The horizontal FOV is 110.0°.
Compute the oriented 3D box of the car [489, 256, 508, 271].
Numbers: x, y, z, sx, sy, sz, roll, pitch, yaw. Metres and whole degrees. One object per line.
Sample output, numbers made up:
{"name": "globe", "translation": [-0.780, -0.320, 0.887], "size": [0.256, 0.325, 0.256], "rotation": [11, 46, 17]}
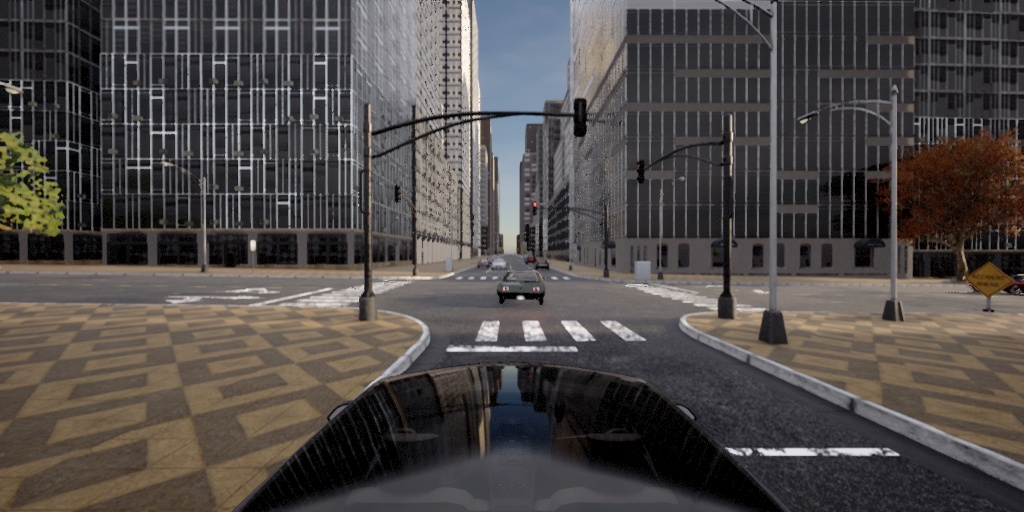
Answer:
{"name": "car", "translation": [-1.595, 1.071, 44.880], "size": [1.812, 1.442, 4.674], "rotation": [0, 0, 0]}

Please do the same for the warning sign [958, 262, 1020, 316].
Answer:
{"name": "warning sign", "translation": [17.257, 1.147, 12.991], "size": [1.060, 1.860, 1.300], "rotation": [0, 0, -3]}

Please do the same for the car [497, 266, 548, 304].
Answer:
{"name": "car", "translation": [0.528, 1.312, 16.136], "size": [1.895, 1.301, 4.718], "rotation": [1, 0, 5]}

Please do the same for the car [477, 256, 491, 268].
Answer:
{"name": "car", "translation": [-4.116, 1.087, 52.245], "size": [1.802, 1.307, 4.207], "rotation": [0, 0, 0]}

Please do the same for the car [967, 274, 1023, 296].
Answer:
{"name": "car", "translation": [32.736, 1.855, 23.194], "size": [4.718, 1.301, 1.895], "rotation": [1, 0, -3]}

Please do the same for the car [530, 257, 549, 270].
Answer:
{"name": "car", "translation": [3.847, 1.101, 46.767], "size": [1.948, 1.339, 4.313], "rotation": [0, 0, 0]}
